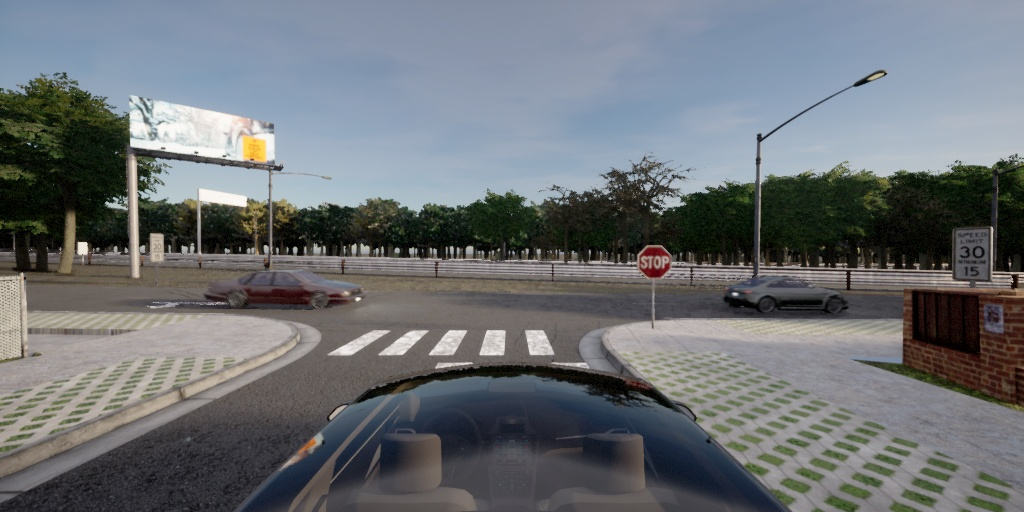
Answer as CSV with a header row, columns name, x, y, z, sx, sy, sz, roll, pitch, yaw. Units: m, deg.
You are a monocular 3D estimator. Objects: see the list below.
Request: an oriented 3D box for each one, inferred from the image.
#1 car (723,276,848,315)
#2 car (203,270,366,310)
name,x,y,z,sx,sy,sz,roll,pitch,yaw
car,10.911,1.524,14.450,4.181,1.385,1.994,1,1,-3
car,-8.593,1.236,13.794,5.357,1.411,2.033,1,1,0
